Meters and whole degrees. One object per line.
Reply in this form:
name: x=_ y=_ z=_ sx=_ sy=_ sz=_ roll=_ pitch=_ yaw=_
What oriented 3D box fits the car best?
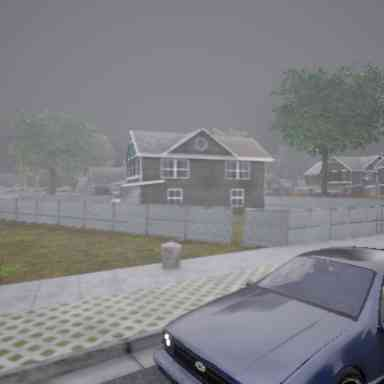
car: x=2.209 y=1.530 z=4.552 sx=5.357 sy=1.411 sz=2.033 roll=0 pitch=0 yaw=-34
